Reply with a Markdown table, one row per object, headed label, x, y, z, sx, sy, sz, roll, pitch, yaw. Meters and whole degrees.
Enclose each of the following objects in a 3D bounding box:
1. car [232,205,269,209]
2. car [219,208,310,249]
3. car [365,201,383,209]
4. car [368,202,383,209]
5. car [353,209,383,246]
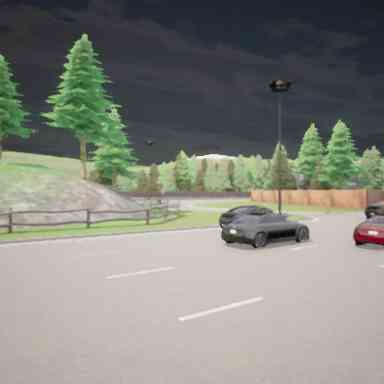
| label | x | y | z | sx | sy | sz | roll | pitch | yaw |
| --- | --- | --- | --- | --- | --- | --- | --- | --- | --- |
| car | 3.774 | 1.535 | 19.367 | 4.892 | 1.490 | 1.837 | 0 | 0 | -35 |
| car | 3.319 | 1.587 | 14.757 | 4.181 | 1.385 | 1.994 | 0 | 0 | -35 |
| car | 16.752 | 1.564 | 28.641 | 4.892 | 1.490 | 1.837 | 0 | 0 | -35 |
| car | 14.728 | 1.597 | 22.919 | 5.357 | 1.411 | 2.033 | 0 | 0 | -35 |
| car | 8.829 | 1.594 | 14.371 | 4.181 | 1.385 | 1.994 | 0 | 0 | -35 |
